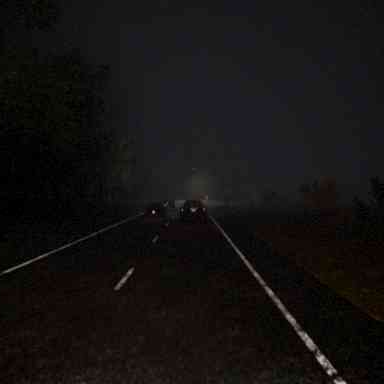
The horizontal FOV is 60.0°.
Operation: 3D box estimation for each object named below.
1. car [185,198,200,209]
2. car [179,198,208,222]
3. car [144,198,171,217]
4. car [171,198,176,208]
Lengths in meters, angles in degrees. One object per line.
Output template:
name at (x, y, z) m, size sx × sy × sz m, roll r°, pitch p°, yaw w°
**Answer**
car at (0.109, 1.578, 46.688) m, size 2.033 × 1.411 × 5.357 m, roll 0°, pitch 0°, yaw 0°
car at (0.104, 1.373, 26.284) m, size 2.097 × 1.767 × 4.553 m, roll 0°, pitch 0°, yaw 0°
car at (-3.395, 1.529, 31.865) m, size 1.837 × 1.490 × 4.892 m, roll 0°, pitch 0°, yaw 0°
car at (-3.392, 1.579, 48.094) m, size 2.033 × 1.411 × 5.357 m, roll 0°, pitch 0°, yaw 0°
